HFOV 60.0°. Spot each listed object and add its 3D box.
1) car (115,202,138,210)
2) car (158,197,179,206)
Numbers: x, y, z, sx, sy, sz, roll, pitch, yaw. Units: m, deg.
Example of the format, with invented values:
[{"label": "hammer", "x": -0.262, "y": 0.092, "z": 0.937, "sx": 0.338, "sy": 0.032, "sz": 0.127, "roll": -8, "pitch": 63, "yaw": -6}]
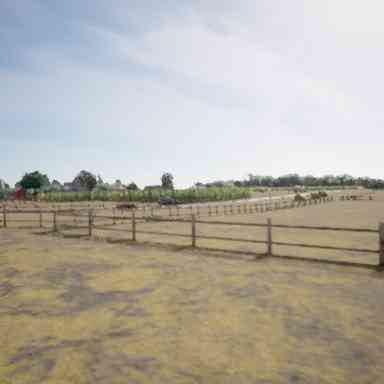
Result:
[{"label": "car", "x": -12.657, "y": 2.663, "z": 64.570, "sx": 1.882, "sy": 1.535, "sz": 5.008, "roll": -2, "pitch": -1, "yaw": 36}, {"label": "car", "x": -5.361, "y": 2.160, "z": 74.711, "sx": 2.150, "sy": 2.045, "sz": 5.566, "roll": -2, "pitch": -1, "yaw": 36}]
